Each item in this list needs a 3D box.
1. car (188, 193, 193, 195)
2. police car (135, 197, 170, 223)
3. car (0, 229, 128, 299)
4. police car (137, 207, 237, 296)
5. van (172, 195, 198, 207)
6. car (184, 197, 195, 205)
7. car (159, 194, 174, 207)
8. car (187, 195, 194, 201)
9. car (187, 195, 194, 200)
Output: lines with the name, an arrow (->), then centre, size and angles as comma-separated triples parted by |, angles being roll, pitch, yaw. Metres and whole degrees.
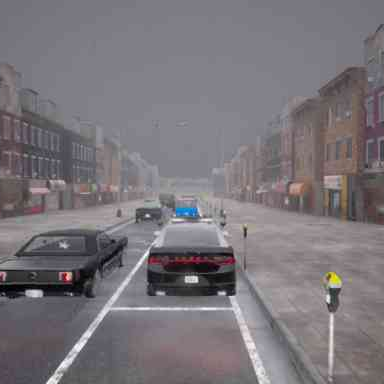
car -> -0.402, 1.302, 36.607 | 2.192, 1.841, 5.009 | -1, 0, 0
police car -> -3.019, 1.416, 25.188 | 1.930, 1.638, 5.238 | 0, 0, 0
car -> -2.921, 1.597, 8.403 | 1.895, 1.301, 4.718 | 0, 0, 0
police car -> -0.011, 1.421, 8.762 | 1.930, 1.638, 5.238 | 0, 0, 0
van -> -0.402, 1.332, 25.542 | 1.690, 1.788, 3.998 | -1, 0, 0
car -> -0.394, 1.563, 58.737 | 1.802, 1.307, 4.206 | -1, 0, 0
car -> -2.928, 1.208, 39.868 | 2.150, 2.045, 5.566 | 0, 0, 0
car -> -0.393, 1.543, 86.399 | 1.947, 1.339, 4.313 | -1, 0, 0
car -> -0.393, 1.543, 91.932 | 1.947, 1.339, 4.313 | -1, 0, 0
